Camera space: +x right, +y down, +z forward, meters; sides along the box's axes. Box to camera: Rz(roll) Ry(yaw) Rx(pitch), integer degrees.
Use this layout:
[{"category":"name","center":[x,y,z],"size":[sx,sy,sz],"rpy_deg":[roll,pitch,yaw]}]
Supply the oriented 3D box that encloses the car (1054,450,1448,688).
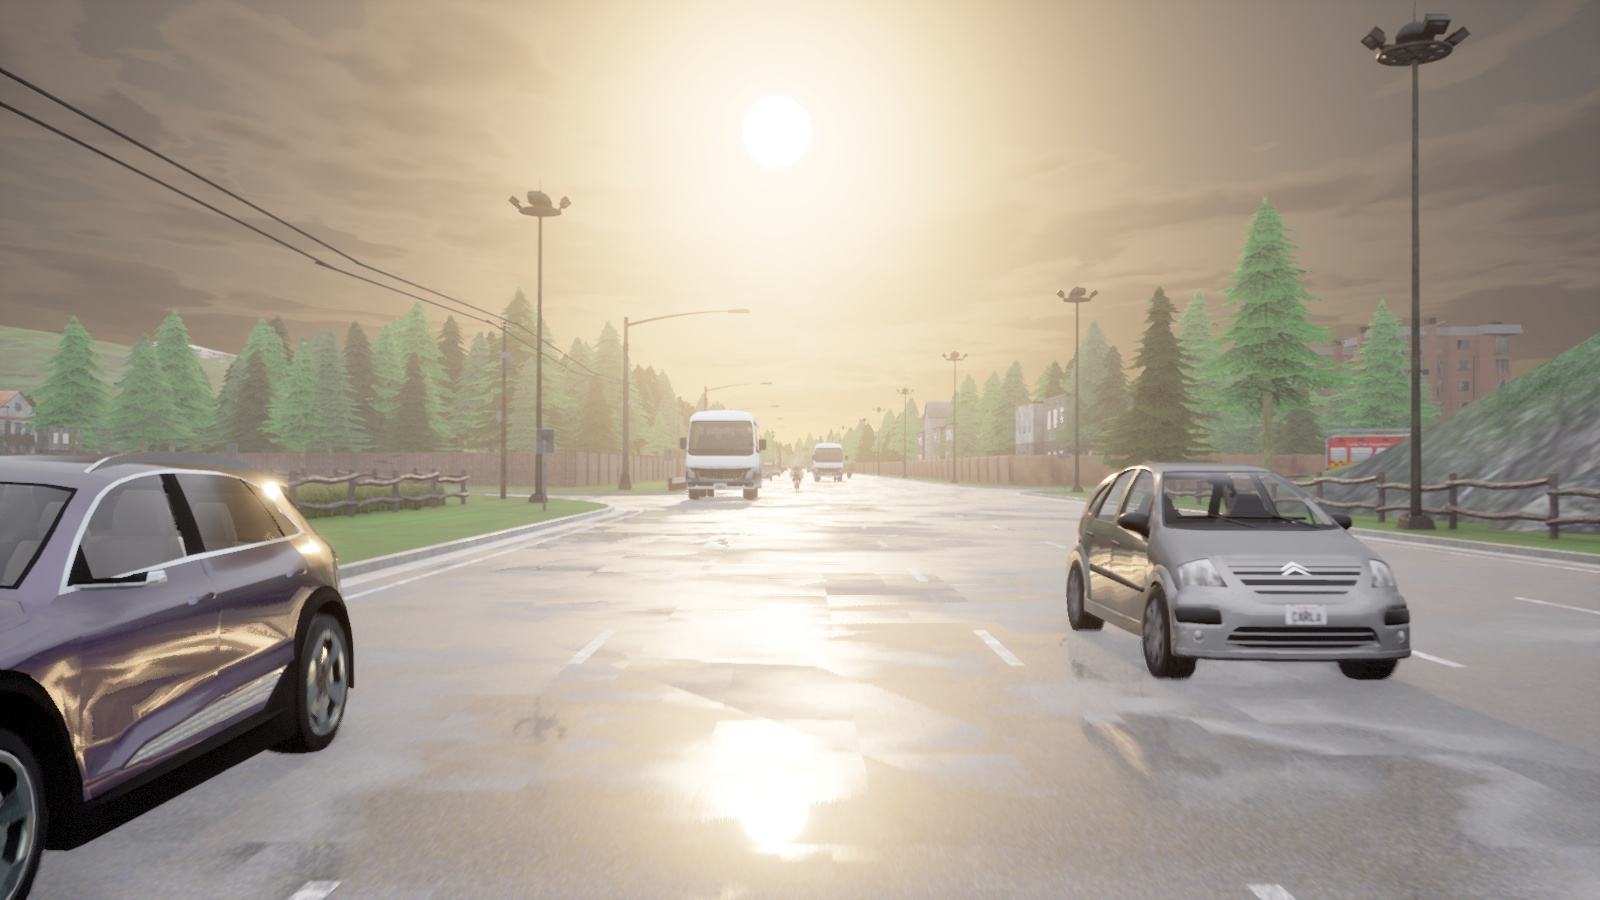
[{"category":"car","center":[3.474,0.835,10.547],"size":[1.851,1.617,3.988],"rpy_deg":[0,-1,0]}]

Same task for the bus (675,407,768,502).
[{"category":"bus","center":[-3.652,0.277,61.714],"size":[3.944,4.253,10.273],"rpy_deg":[0,-1,0]}]

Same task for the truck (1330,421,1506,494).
[{"category":"truck","center":[33.858,0.440,69.205],"size":[8.468,3.827,2.891],"rpy_deg":[-1,-1,21]}]

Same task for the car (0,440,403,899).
[{"category":"car","center":[-3.513,0.828,5.481],"size":[2.033,1.649,4.856],"rpy_deg":[0,-1,0]}]
